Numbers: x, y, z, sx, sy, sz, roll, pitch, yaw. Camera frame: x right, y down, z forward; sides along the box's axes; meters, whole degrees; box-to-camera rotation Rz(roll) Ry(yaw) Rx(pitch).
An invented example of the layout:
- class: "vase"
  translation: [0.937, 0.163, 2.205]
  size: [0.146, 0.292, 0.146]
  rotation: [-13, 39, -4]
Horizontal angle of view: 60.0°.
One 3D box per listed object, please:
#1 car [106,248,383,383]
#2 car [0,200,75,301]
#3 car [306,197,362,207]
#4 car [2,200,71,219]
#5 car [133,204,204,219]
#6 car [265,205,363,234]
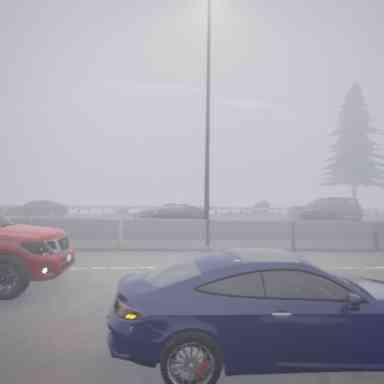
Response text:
- class: "car"
  translation: [1.220, 1.550, 4.615]
  size: [4.674, 1.442, 1.812]
  rotation: [1, 0, -4]
- class: "car"
  translation: [-5.659, 1.169, 7.585]
  size: [5.566, 2.045, 2.150]
  rotation: [1, 0, -6]
- class: "car"
  translation: [10.417, 1.418, 26.107]
  size: [5.566, 2.045, 2.150]
  rotation: [1, 0, 0]
- class: "car"
  translation: [-12.985, 1.418, 28.002]
  size: [4.892, 1.490, 1.837]
  rotation: [1, 0, -8]
- class: "car"
  translation: [-1.409, 1.531, 22.159]
  size: [4.902, 1.511, 2.128]
  rotation: [1, 0, -4]
- class: "car"
  translation: [6.909, 1.682, 19.087]
  size: [5.357, 1.411, 2.033]
  rotation: [1, 0, -1]
